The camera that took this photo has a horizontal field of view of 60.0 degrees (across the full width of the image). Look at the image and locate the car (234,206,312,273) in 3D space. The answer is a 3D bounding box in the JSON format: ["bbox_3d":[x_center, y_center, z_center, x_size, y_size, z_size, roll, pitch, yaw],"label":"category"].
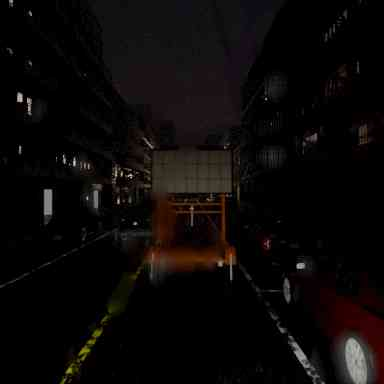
[{"bbox_3d":[2.677,1.440,10.677,1.967,1.590,4.097,0,0,0],"label":"car"}]

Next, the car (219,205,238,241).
[{"bbox_3d":[2.669,1.550,16.313,2.008,1.369,4.403,0,0,0],"label":"car"}]

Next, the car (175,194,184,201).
[{"bbox_3d":[-3.117,1.198,82.972,2.150,2.045,5.566,0,0,0],"label":"car"}]

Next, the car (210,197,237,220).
[{"bbox_3d":[2.654,1.312,27.586,2.192,1.841,5.009,0,0,0],"label":"car"}]

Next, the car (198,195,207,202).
[{"bbox_3d":[2.580,1.503,78.483,1.752,1.417,4.829,0,0,0],"label":"car"}]

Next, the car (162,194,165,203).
[{"bbox_3d":[-5.759,1.305,50.124,2.192,1.841,5.009,0,0,0],"label":"car"}]

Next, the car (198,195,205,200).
[{"bbox_3d":[2.564,1.516,89.586,1.887,1.381,4.507,0,0,0],"label":"car"}]

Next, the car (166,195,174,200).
[{"bbox_3d":[-5.816,1.516,89.579,1.887,1.381,4.507,0,0,0],"label":"car"}]

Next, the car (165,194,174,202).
[{"bbox_3d":[-5.799,1.292,78.305,2.192,1.841,5.009,0,0,0],"label":"car"}]

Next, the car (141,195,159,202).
[{"bbox_3d":[-5.752,1.432,44.487,1.967,1.590,4.097,0,0,0],"label":"car"}]

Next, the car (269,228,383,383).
[{"bbox_3d":[2.685,1.545,5.040,1.887,1.381,4.507,0,0,0],"label":"car"}]

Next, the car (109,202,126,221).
[{"bbox_3d":[-5.728,1.523,27.407,1.752,1.417,4.829,0,0,0],"label":"car"}]

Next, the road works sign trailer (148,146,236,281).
[{"bbox_3d":[0.001,0.464,9.822,2.380,3.560,2.880,0,0,0],"label":"road works sign trailer"}]

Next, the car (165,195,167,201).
[{"bbox_3d":[-5.769,1.570,55.760,1.802,1.307,4.206,0,0,0],"label":"car"}]

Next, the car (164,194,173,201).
[{"bbox_3d":[-5.808,1.414,83.941,1.967,1.590,4.097,0,0,0],"label":"car"}]

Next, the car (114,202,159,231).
[{"bbox_3d":[-3.129,1.563,20.369,1.994,1.385,4.181,0,0,0],"label":"car"}]

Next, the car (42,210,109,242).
[{"bbox_3d":[-5.712,1.565,16.304,1.947,1.339,4.313,0,0,0],"label":"car"}]
